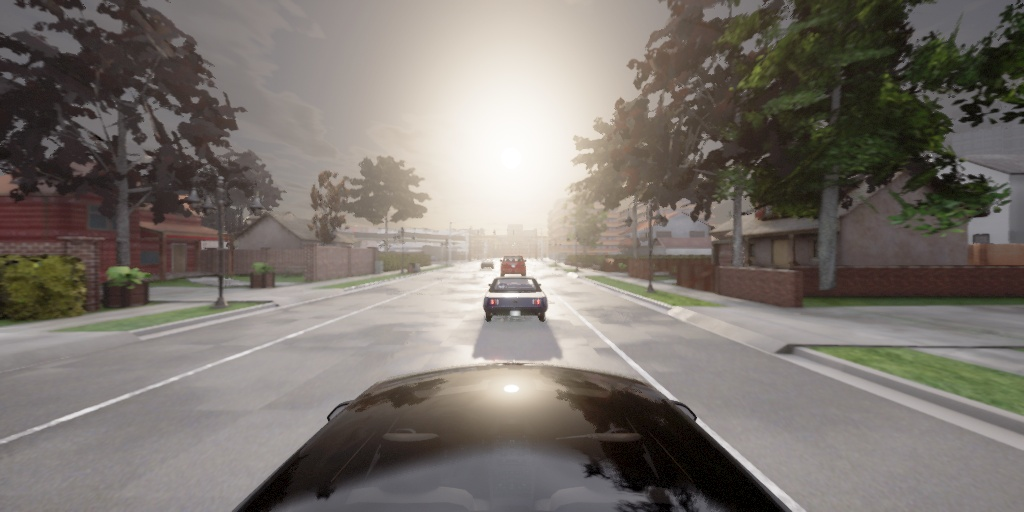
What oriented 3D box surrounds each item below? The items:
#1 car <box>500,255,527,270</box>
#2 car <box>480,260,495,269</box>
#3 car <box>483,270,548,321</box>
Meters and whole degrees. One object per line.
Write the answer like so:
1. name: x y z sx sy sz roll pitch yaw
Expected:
1. car: 0.107 0.894 31.411 2.150 2.045 5.566 0 0 0
2. car: -3.528 1.193 51.510 1.895 1.301 4.718 0 0 1
3. car: 0.093 1.340 12.422 1.895 1.301 4.718 0 0 0
